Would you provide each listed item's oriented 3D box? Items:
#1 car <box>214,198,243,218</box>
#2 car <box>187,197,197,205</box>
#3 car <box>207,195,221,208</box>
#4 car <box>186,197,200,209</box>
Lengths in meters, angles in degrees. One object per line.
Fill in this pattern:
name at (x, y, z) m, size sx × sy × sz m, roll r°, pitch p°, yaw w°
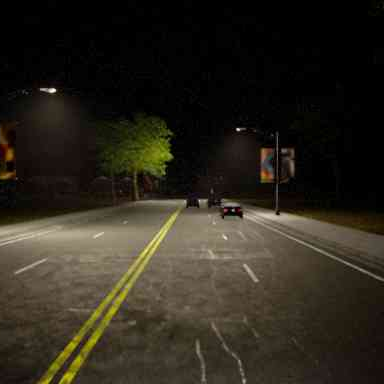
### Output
car at (3.341, 1.532, 29.415) m, size 2.033 × 1.411 × 5.357 m, roll 0°, pitch 0°, yaw 0°
car at (0.003, 1.559, 60.105) m, size 1.895 × 1.301 × 4.718 m, roll 0°, pitch 0°, yaw 0°
car at (3.273, 1.322, 47.497) m, size 2.097 × 1.767 × 4.553 m, roll 0°, pitch 0°, yaw 0°
car at (0.101, 1.521, 45.809) m, size 2.033 × 1.411 × 5.357 m, roll 0°, pitch 0°, yaw 0°
